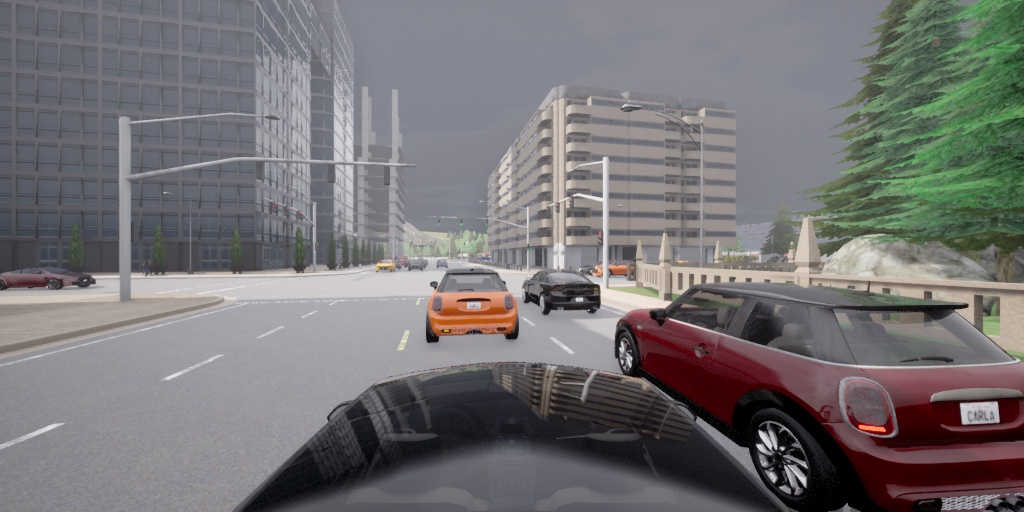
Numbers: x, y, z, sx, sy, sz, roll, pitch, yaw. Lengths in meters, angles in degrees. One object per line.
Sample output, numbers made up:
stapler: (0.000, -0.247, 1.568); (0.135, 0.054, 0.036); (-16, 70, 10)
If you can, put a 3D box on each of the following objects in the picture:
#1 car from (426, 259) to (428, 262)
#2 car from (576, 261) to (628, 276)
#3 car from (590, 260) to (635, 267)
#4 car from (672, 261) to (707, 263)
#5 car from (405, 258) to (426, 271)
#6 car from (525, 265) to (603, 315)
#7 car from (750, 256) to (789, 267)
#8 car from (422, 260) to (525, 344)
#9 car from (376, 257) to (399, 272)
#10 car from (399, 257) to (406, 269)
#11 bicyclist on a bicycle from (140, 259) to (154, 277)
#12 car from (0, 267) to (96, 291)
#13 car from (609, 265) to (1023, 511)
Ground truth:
car: (-14.919, 1.314, 57.554); (1.994, 1.385, 4.181); (0, 0, -12)
car: (9.491, 1.297, 38.085); (4.902, 1.511, 2.128); (0, 0, -12)
car: (10.040, 1.157, 34.619); (4.553, 1.767, 2.097); (0, 0, -12)
car: (18.813, 1.331, 36.537); (4.674, 1.442, 1.812); (0, 0, -12)
car: (-13.068, 1.255, 48.851); (1.837, 1.490, 4.892); (0, 0, -12)
car: (1.689, 1.228, 13.758); (1.882, 1.535, 5.008); (0, 0, -10)
car: (29.267, 1.027, 38.839); (5.566, 2.045, 2.150); (0, 0, -12)
car: (-1.181, 1.102, 9.906); (2.097, 1.767, 4.553); (0, 0, -10)
car: (-15.877, 1.228, 45.211); (1.882, 1.535, 5.008); (0, 0, -12)
car: (-17.837, 1.241, 54.425); (2.128, 1.511, 4.902); (0, 0, -12)
bicyclist on a bicycle: (-33.988, 1.106, 33.434); (0.582, 1.620, 1.656); (0, 0, -12)
car: (-28.975, 1.369, 22.267); (4.181, 1.385, 1.994); (0, 0, -12)
car: (3.017, 1.102, 4.586); (2.097, 1.767, 4.553); (0, 0, -6)
